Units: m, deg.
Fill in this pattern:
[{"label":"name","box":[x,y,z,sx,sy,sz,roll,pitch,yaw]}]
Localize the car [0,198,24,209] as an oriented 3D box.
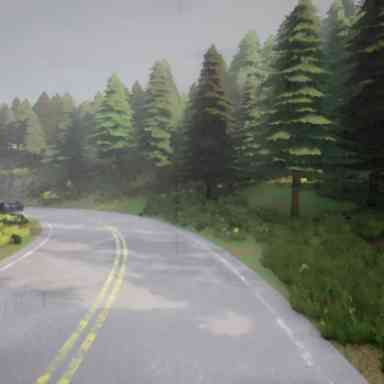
[{"label":"car","box":[-21.175,1.438,38.367,4.553,1.767,2.097,-1,3,43]}]
